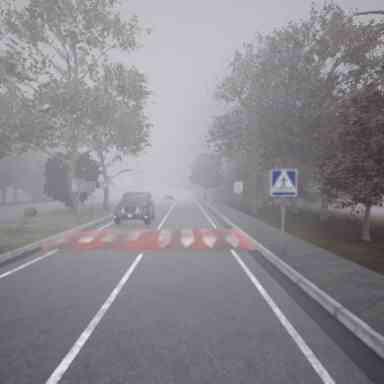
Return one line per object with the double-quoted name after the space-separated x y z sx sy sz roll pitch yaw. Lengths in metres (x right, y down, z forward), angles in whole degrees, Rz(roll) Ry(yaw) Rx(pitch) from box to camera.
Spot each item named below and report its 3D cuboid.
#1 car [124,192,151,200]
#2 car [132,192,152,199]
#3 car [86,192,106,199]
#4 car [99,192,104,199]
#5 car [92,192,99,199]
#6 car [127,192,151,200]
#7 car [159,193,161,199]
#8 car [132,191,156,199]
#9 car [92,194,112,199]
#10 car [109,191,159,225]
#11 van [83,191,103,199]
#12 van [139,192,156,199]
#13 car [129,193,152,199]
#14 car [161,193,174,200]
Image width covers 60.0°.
-11.358 0.838 70.009 5.366 1.575 1.946 0 -1 -1 "car"
-11.723 0.837 78.323 4.553 1.767 2.185 0 -1 -1 "car"
-24.890 1.019 86.610 4.553 1.767 2.185 0 -1 -1 "car"
-24.816 1.033 81.068 4.892 1.521 2.231 0 -1 -1 "car"
-24.752 0.677 75.538 5.566 2.045 2.435 0 -1 -1 "car"
-11.598 0.874 72.774 4.892 1.521 2.231 0 -1 -1 "car"
-11.945 1.240 92.193 5.008 1.535 2.097 0 -1 -1 "car"
-11.713 0.765 81.098 5.566 2.045 2.435 0 -1 -1 "car"
-25.015 1.256 92.146 5.008 1.535 2.097 0 -1 -1 "car"
-3.678 0.981 22.220 2.150 2.045 5.566 0 1 -1 "car"
-24.989 0.863 83.840 4.442 1.987 1.878 0 -1 -1 "van"
-12.007 0.959 89.420 4.442 1.987 1.878 0 -1 -1 "van"
-11.649 0.914 75.545 5.008 1.535 2.097 0 -1 -1 "car"
-4.354 0.932 63.332 1.895 1.301 4.718 0 0 0 "car"
